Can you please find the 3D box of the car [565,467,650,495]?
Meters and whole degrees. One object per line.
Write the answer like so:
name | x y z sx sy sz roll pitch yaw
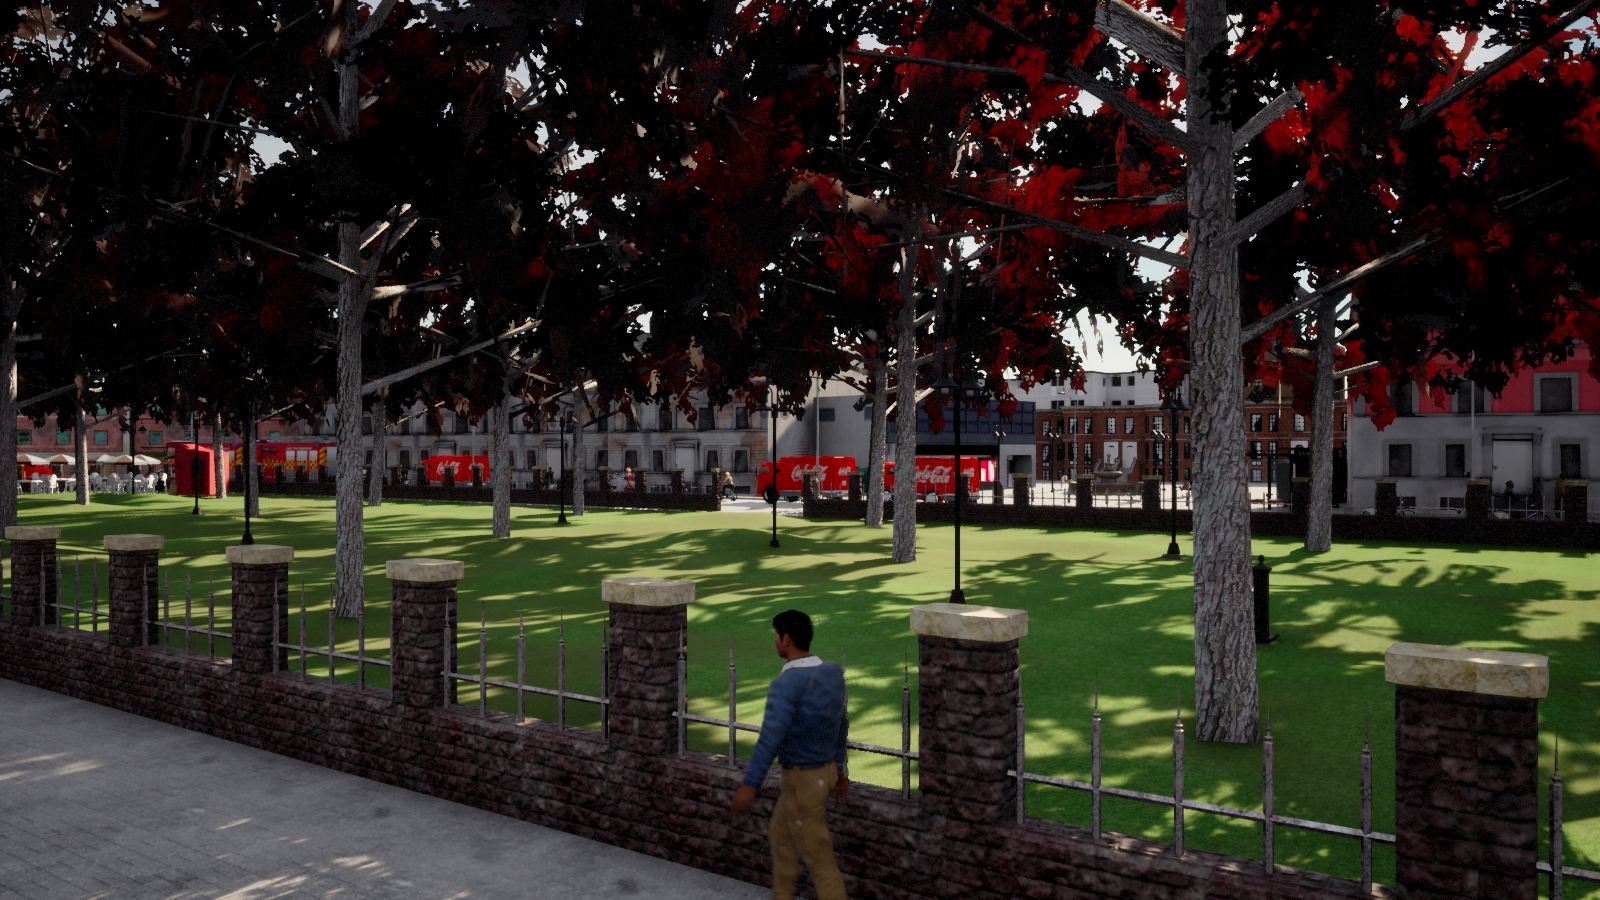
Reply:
car | -11.432 1.827 67.802 4.902 1.511 2.128 0 0 35

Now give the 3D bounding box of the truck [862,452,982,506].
truck | 5.913 1.348 55.621 5.204 2.467 2.627 0 0 35

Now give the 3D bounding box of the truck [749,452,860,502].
truck | 0.205 1.348 59.637 5.204 2.467 2.627 0 0 35

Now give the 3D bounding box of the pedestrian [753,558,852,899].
pedestrian | 0.017 1.526 6.049 0.375 1.860 0.375 0 0 35

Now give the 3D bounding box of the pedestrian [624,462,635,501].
pedestrian | -8.194 1.522 55.042 0.375 1.860 0.375 0 0 27

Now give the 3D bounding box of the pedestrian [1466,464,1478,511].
pedestrian | 27.367 1.522 46.522 0.375 1.860 0.375 0 0 35

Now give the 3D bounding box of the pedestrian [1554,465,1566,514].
pedestrian | 29.349 1.524 44.122 0.375 1.860 0.375 0 0 37

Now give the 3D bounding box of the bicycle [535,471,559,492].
bicycle | -15.681 1.940 70.806 1.835 1.271 0.329 0 0 35
